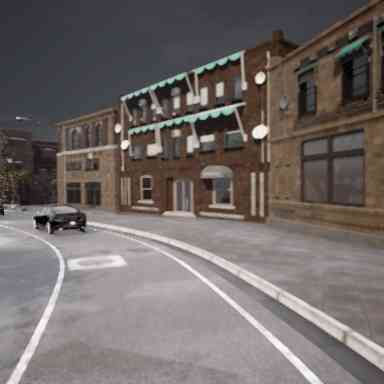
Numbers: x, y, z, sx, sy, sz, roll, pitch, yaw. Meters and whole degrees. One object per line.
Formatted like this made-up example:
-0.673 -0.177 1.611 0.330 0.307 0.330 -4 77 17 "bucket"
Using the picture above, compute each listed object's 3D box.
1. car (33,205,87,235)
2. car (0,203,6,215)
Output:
-7.777 1.491 19.331 1.882 1.535 5.008 -1 1 -39 "car"
-20.108 1.563 33.157 1.812 1.442 4.674 -2 1 -44 "car"
